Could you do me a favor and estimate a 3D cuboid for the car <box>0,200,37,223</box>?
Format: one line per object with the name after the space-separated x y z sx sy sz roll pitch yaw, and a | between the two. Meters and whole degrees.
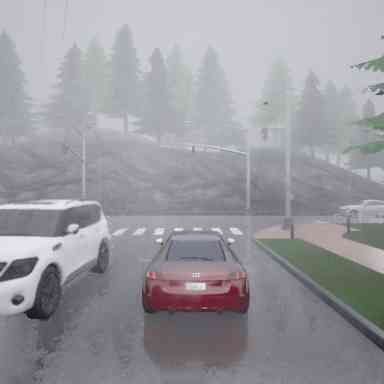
-13.895 1.330 23.494 4.902 1.511 2.128 0 0 0 | car

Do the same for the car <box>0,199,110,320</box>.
-3.527 1.221 7.692 2.150 2.045 5.566 0 0 1 | car

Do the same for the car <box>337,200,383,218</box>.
14.352 1.363 27.158 4.674 1.442 1.812 0 0 0 | car

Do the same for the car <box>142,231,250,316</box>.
0.078 1.564 7.625 1.994 1.385 4.181 0 0 0 | car
